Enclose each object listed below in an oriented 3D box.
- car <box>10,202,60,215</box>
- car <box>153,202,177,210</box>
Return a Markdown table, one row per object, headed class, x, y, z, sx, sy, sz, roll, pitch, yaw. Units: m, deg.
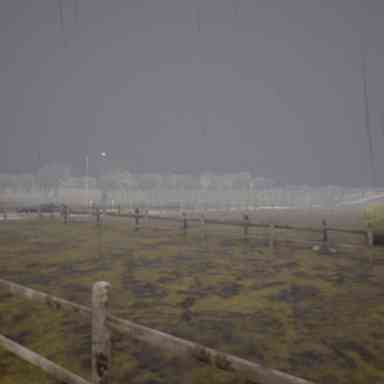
| class | x | y | z | sx | sy | sz | roll | pitch | yaw |
| --- | --- | --- | --- | --- | --- | --- | --- | --- | --- |
| car | -16.907 | 1.753 | 36.064 | 1.895 | 1.301 | 4.718 | 2 | 0 | 35 |
| car | -4.341 | 2.244 | 53.813 | 1.994 | 1.385 | 4.181 | 2 | -1 | 36 |
